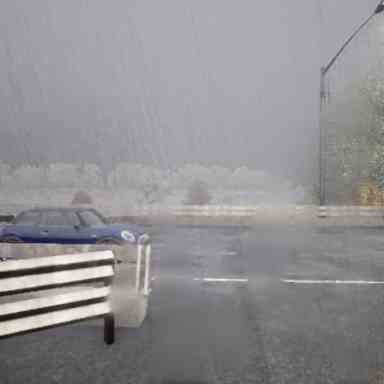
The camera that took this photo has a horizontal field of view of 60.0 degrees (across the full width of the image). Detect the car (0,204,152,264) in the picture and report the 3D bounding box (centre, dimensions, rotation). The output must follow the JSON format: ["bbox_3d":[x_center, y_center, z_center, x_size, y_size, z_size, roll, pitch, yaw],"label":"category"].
[{"bbox_3d":[-3.607,1.269,10.579,4.553,1.767,2.097,0,0,7],"label":"car"}]
